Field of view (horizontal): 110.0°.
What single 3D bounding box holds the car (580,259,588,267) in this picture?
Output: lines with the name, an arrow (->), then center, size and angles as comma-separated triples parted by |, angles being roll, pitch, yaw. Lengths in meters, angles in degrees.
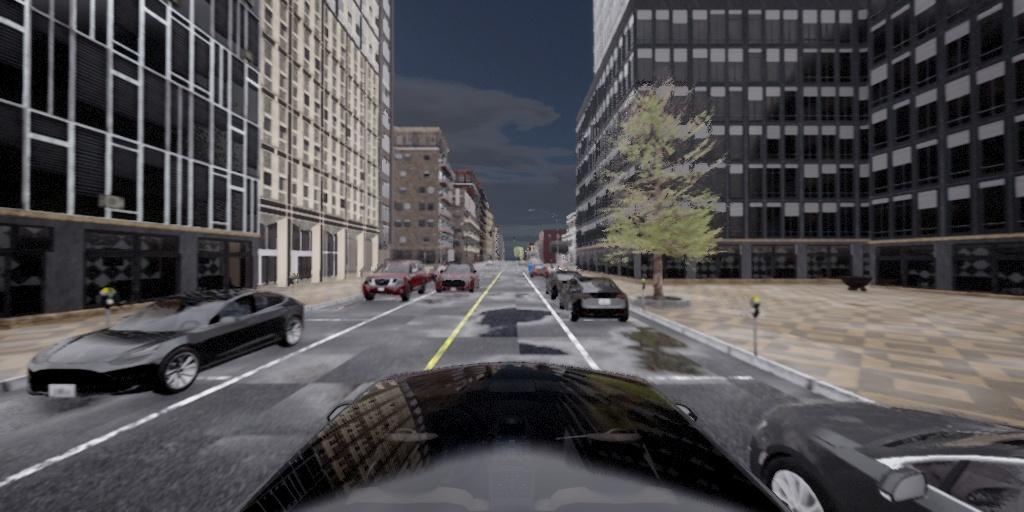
car -> 14.919, 1.376, 61.704 | 5.009, 1.841, 2.192 | 0, 0, 0

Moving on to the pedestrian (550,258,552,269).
pedestrian -> 6.135, 1.139, 56.116 | 0.375, 1.860, 0.375 | 0, -1, 0

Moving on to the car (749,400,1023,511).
car -> 2.660, 1.298, 0.997 | 2.007, 1.370, 4.403 | 0, 0, 0

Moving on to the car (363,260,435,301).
car -> -5.689, 1.133, 18.090 | 2.192, 1.841, 5.009 | 0, 0, 0

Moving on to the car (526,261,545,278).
car -> 2.658, 1.479, 35.131 | 1.802, 1.307, 4.207 | 0, 0, 0

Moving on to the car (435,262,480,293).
car -> -3.099, 1.184, 21.216 | 2.097, 1.767, 4.553 | 0, 0, 0

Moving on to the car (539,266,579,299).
car -> 2.658, 1.384, 18.064 | 1.948, 1.339, 4.313 | 0, 0, 0

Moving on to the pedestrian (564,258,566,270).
pedestrian -> 8.135, 1.244, 55.515 | 0.375, 1.860, 0.375 | 0, -1, 0

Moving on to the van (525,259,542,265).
van -> 2.657, 1.265, 40.820 | 1.690, 1.789, 3.998 | 0, 0, 0

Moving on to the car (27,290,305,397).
car -> -5.689, 1.336, 6.712 | 1.948, 1.339, 4.313 | 0, 0, 0

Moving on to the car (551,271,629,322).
car -> 2.658, 1.360, 12.374 | 1.948, 1.339, 4.313 | 0, 0, 0
